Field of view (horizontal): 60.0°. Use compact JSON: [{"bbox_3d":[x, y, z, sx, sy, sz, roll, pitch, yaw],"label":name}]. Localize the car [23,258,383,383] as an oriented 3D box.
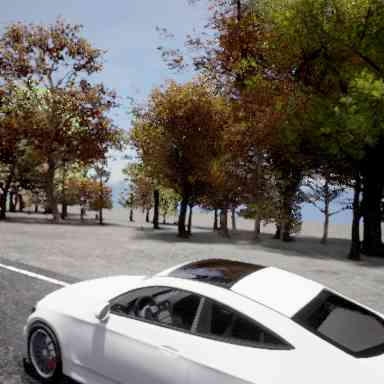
[{"bbox_3d":[0.079,1.490,3.635,4.674,1.442,1.812,1,1,35],"label":"car"}]
